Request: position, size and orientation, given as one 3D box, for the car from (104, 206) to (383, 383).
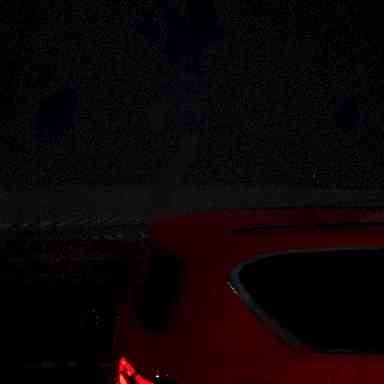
[{"bbox_3d":[2.134,1.171,2.693,5.566,2.045,2.150,0,1,-4],"label":"car"}]
